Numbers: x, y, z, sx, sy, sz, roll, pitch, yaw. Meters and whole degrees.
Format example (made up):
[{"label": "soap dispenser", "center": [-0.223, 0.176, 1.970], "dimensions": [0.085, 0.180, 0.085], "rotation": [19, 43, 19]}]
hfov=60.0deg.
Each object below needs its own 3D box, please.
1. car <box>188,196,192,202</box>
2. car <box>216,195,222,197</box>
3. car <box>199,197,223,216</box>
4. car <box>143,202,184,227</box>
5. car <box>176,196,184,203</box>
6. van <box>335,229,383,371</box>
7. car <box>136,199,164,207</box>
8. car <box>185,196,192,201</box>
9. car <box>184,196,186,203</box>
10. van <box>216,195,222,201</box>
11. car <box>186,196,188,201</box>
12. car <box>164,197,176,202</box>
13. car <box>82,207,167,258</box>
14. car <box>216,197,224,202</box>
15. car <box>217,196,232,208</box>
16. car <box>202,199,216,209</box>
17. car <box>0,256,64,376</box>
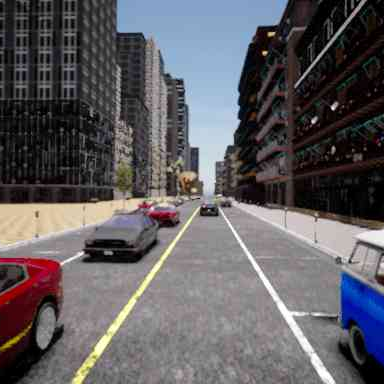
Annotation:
[{"label": "car", "center": [-1.511, 1.672, 80.758], "dimensions": [1.752, 1.417, 4.829], "rotation": [1, 0, 3]}, {"label": "car", "center": [5.703, 1.729, 58.388], "dimensions": [2.008, 1.369, 4.403], "rotation": [1, 0, 3]}, {"label": "car", "center": [1.771, 1.569, 33.851], "dimensions": [2.128, 1.511, 4.902], "rotation": [1, 0, 4]}, {"label": "car", "center": [-1.928, 1.614, 23.417], "dimensions": [1.895, 1.301, 4.718], "rotation": [1, 0, 3]}, {"label": "car", "center": [-2.956, 1.612, 53.304], "dimensions": [2.008, 1.369, 4.403], "rotation": [1, 0, 3]}, {"label": "van", "center": [2.798, 1.380, 3.138], "dimensions": [1.690, 1.788, 3.998], "rotation": [1, 0, 3]}, {"label": "car", "center": [-4.119, 1.440, 31.203], "dimensions": [1.967, 1.590, 4.097], "rotation": [1, 0, 3]}, {"label": "car", "center": [-0.922, 1.770, 91.979], "dimensions": [1.802, 1.307, 4.206], "rotation": [1, 0, 3]}, {"label": "car", "center": [-2.664, 1.517, 58.829], "dimensions": [1.967, 1.590, 4.097], "rotation": [1, 0, 3]}, {"label": "van", "center": [7.449, 1.630, 91.537], "dimensions": [1.690, 1.788, 3.998], "rotation": [1, 0, 3]}, {"label": "car", "center": [-2.375, 1.644, 64.353], "dimensions": [2.008, 1.369, 4.403], "rotation": [1, 0, 3]}, {"label": "car", "center": [-3.546, 1.554, 42.084], "dimensions": [1.752, 1.417, 4.829], "rotation": [1, 0, 3]}, {"label": "car", "center": [-2.474, 1.537, 13.116], "dimensions": [2.033, 1.411, 5.357], "rotation": [1, 0, 3]}, {"label": "car", "center": [7.155, 1.850, 86.012], "dimensions": [1.802, 1.307, 4.206], "rotation": [1, 0, 3]}, {"label": "car", "center": [5.412, 1.713, 52.862], "dimensions": [2.008, 1.369, 4.403], "rotation": [1, 0, 3]}, {"label": "car", "center": [2.486, 1.715, 47.598], "dimensions": [1.895, 1.301, 4.718], "rotation": [1, 0, 4]}, {"label": "car", "center": [-2.994, 1.446, 3.228], "dimensions": [1.882, 1.535, 5.008], "rotation": [1, 0, 2]}]
